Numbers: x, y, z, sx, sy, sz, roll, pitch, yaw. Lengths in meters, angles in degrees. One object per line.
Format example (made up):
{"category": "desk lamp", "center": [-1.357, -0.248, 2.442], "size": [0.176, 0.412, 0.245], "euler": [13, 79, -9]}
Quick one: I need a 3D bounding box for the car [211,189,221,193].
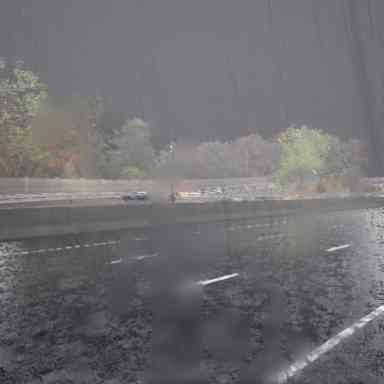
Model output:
{"category": "car", "center": [5.640, -0.112, 76.481], "size": [1.895, 1.301, 4.718], "euler": [0, 2, 27]}

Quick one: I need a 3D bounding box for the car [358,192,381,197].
{"category": "car", "center": [31.541, 1.140, 58.146], "size": [4.553, 1.767, 2.097], "euler": [0, 0, -42]}

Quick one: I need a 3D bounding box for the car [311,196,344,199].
{"category": "car", "center": [19.097, 1.301, 46.789], "size": [4.892, 1.490, 1.837], "euler": [0, 0, -42]}

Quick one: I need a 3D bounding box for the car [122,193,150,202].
{"category": "car", "center": [-7.933, 0.747, 47.604], "size": [1.895, 1.301, 4.718], "euler": [0, 1, 24]}

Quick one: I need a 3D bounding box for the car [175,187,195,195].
{"category": "car", "center": [-1.339, 0.075, 62.362], "size": [2.150, 2.045, 5.566], "euler": [0, 2, 25]}

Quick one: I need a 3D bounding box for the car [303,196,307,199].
{"category": "car", "center": [19.868, 1.296, 52.215], "size": [4.674, 1.442, 1.812], "euler": [0, 0, -42]}

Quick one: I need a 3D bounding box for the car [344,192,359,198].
{"category": "car", "center": [31.202, 0.983, 62.577], "size": [5.566, 2.045, 2.150], "euler": [0, 0, -43]}

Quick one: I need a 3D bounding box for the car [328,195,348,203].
{"category": "car", "center": [28.524, 1.337, 64.873], "size": [4.718, 1.301, 1.895], "euler": [0, 0, -43]}

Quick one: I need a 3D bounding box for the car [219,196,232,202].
{"category": "car", "center": [5.755, 1.314, 39.301], "size": [4.674, 1.442, 1.812], "euler": [0, 0, -42]}

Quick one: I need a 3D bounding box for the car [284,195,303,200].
{"category": "car", "center": [16.897, 1.227, 54.239], "size": [5.008, 1.535, 1.882], "euler": [0, 0, -42]}

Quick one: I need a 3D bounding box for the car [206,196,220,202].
{"category": "car", "center": [3.754, 1.257, 42.213], "size": [4.902, 1.511, 2.128], "euler": [0, 0, -42]}

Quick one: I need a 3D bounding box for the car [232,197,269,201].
{"category": "car", "center": [7.116, 1.360, 35.811], "size": [5.357, 1.411, 2.033], "euler": [0, 0, -43]}
